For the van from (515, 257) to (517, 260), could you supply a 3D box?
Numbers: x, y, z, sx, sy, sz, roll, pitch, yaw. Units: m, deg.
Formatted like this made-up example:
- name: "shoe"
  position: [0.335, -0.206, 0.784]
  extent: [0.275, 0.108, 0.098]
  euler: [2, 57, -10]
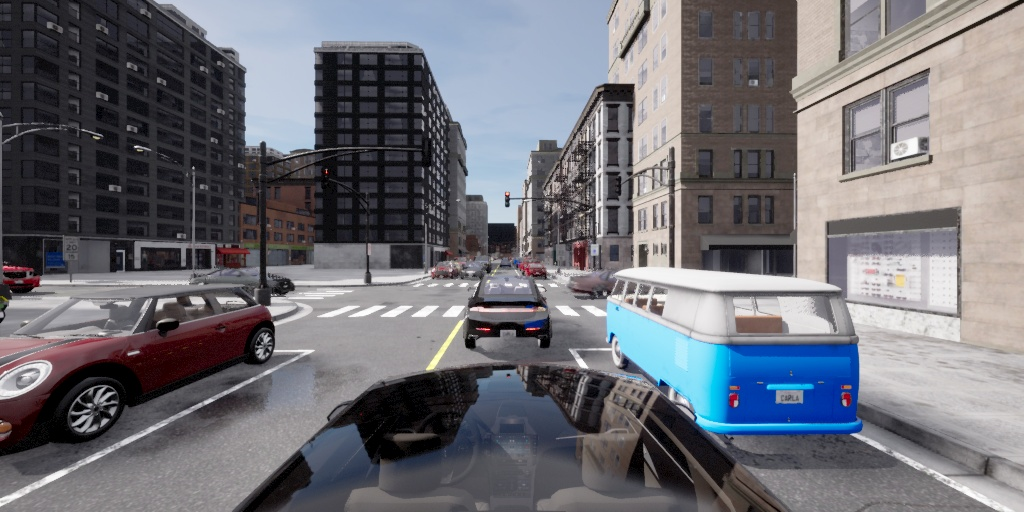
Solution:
- name: "van"
  position: [1.674, 1.089, 53.743]
  extent: [1.690, 1.789, 3.998]
  euler: [0, 0, -1]

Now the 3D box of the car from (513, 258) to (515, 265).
- name: "car"
  position: [1.573, 1.312, 59.151]
  extent: [1.948, 1.339, 4.313]
  euler: [0, 0, -1]

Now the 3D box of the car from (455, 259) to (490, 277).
- name: "car"
  position: [-3.392, 1.242, 31.606]
  extent: [2.128, 1.511, 4.902]
  euler: [0, 0, -1]

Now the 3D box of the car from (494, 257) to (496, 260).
- name: "car"
  position: [-3.776, 1.296, 52.170]
  extent: [2.033, 1.411, 5.357]
  euler: [0, 0, -1]

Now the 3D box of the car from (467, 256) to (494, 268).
- name: "car"
  position: [-3.581, 0.972, 41.768]
  extent: [2.150, 2.045, 5.566]
  euler: [0, 0, 0]

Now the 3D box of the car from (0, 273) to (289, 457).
- name: "car"
  position: [-5.439, 1.190, 5.082]
  extent: [1.967, 1.591, 4.097]
  euler: [0, 0, -1]

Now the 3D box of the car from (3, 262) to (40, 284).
- name: "car"
  position: [-26.171, 0.829, 16.919]
  extent: [5.566, 2.045, 2.150]
  euler: [1, 0, -3]

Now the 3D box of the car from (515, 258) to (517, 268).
- name: "car"
  position: [1.776, 1.294, 48.334]
  extent: [1.888, 1.381, 4.507]
  euler: [0, 0, -1]

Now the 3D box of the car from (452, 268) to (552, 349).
- name: "car"
  position: [-0.125, 1.242, 9.167]
  extent: [2.128, 1.511, 4.902]
  euler: [0, 0, -1]

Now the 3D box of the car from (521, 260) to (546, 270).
- name: "car"
  position: [2.081, 1.295, 32.108]
  extent: [1.888, 1.381, 4.507]
  euler: [0, 0, -1]

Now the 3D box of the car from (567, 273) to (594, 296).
- name: "car"
  position: [5.440, 1.336, 17.546]
  extent: [5.357, 1.411, 2.033]
  euler: [0, 0, -1]

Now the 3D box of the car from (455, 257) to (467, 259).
- name: "car"
  position: [-6.146, 1.065, 42.774]
  extent: [2.192, 1.841, 5.009]
  euler: [0, 0, -1]

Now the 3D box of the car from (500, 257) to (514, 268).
- name: "car"
  position: [-1.124, 1.309, 62.268]
  extent: [1.994, 1.385, 4.181]
  euler: [0, 0, -1]

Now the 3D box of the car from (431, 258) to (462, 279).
- name: "car"
  position: [-5.943, 1.190, 31.957]
  extent: [1.967, 1.591, 4.097]
  euler: [0, 0, -1]

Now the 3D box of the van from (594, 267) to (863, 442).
- name: "van"
  position: [2.585, 1.091, 5.233]
  extent: [1.690, 1.789, 3.998]
  euler: [0, 0, -1]

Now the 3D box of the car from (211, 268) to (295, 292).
- name: "car"
  position: [-12.762, 1.255, 17.089]
  extent: [4.181, 1.385, 1.994]
  euler: [0, 0, 1]

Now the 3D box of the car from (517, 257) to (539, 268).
- name: "car"
  position: [1.979, 1.065, 37.516]
  extent: [2.192, 1.841, 5.009]
  euler: [0, 0, -1]
